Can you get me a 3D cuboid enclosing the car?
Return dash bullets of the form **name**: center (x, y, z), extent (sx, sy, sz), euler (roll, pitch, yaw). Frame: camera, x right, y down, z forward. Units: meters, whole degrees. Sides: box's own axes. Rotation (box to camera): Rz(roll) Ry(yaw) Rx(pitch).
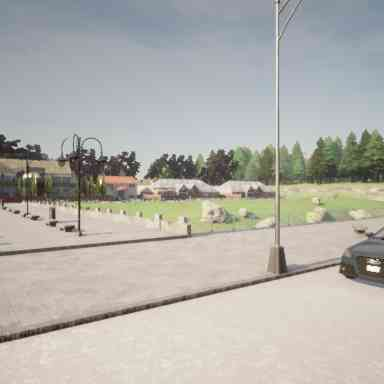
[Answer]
- **car**: center (5.738, 1.564, 8.723), extent (4.181, 1.385, 1.994), euler (0, 0, -36)
